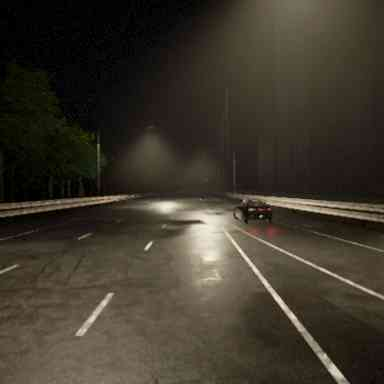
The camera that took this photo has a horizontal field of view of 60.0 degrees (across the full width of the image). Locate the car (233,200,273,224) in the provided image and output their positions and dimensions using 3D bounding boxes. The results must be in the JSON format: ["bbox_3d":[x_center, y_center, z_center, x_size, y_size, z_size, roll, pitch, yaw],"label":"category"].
[{"bbox_3d":[4.132,1.295,23.067,2.128,1.511,4.902,0,0,-4],"label":"car"}]
